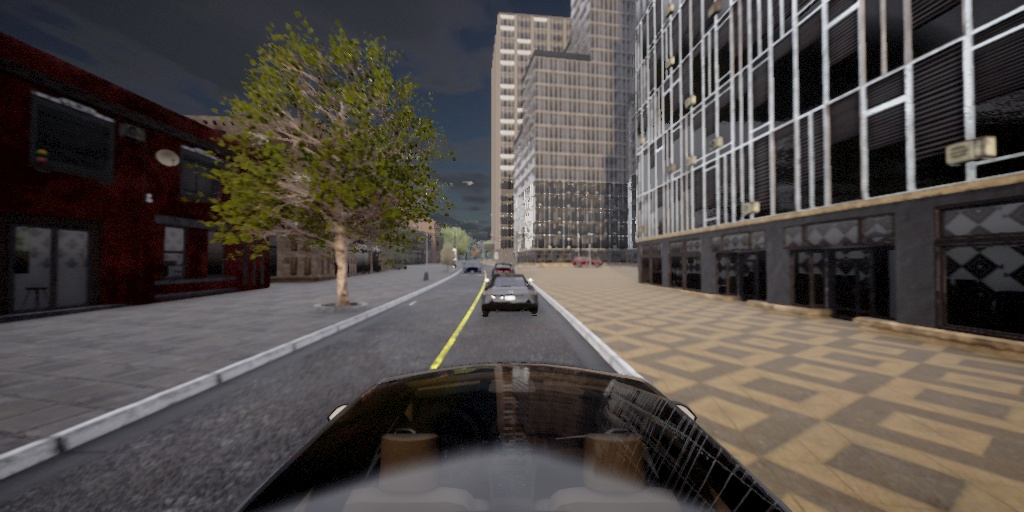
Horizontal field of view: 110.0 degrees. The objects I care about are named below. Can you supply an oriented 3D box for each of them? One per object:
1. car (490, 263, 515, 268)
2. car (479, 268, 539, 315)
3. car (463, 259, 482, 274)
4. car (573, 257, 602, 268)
[{"bbox_3d":[-0.738,1.306,28.952,1.837,1.490,4.892,0,0,-3],"label":"car"},{"bbox_3d":[-0.109,1.337,13.651,1.994,1.385,4.181,0,0,-1],"label":"car"},{"bbox_3d":[-4.594,1.176,42.192,2.097,1.767,4.553,0,0,-5],"label":"car"},{"bbox_3d":[12.849,1.043,61.208,5.009,1.841,2.192,0,0,14],"label":"car"}]
